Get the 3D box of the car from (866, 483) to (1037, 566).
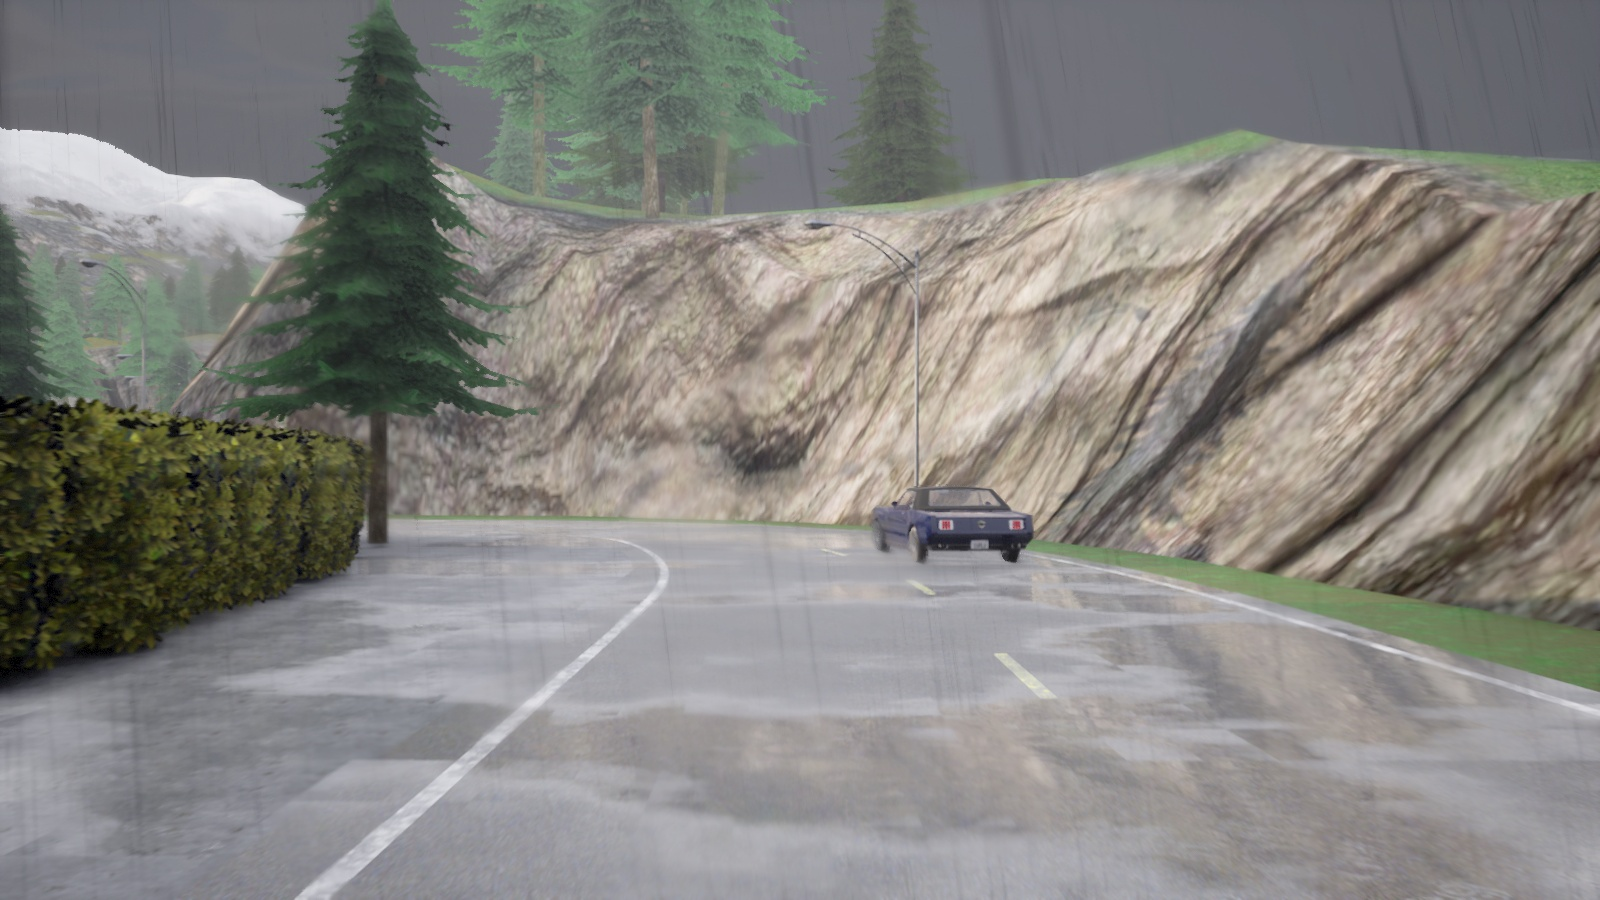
[{"bbox_3d":[2.641,1.292,23.127,1.895,1.301,4.718,0,-1,-9],"label":"car"}]
